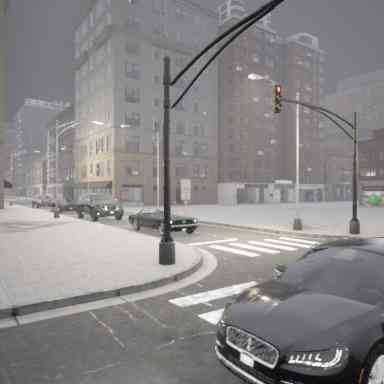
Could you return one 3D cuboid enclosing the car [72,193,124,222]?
[{"bbox_3d":[-7.313,1.103,26.051,2.150,2.045,5.566,0,0,-35],"label":"car"}]

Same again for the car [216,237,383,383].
[{"bbox_3d":[2.551,1.504,4.884,4.892,1.490,1.837,0,0,-35],"label":"car"}]

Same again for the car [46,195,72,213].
[{"bbox_3d":[-13.186,1.313,34.307,1.882,1.535,5.008,0,0,-36],"label":"car"}]

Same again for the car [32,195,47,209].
[{"bbox_3d":[-19.091,1.141,42.641,2.097,1.767,4.553,0,0,-35],"label":"car"}]

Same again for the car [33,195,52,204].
[{"bbox_3d":[-25.439,1.272,56.537,2.033,1.411,5.357,0,0,-35],"label":"car"}]

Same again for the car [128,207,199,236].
[{"bbox_3d":[-1.668,1.529,18.148,1.895,1.301,4.718,0,0,-36],"label":"car"}]
